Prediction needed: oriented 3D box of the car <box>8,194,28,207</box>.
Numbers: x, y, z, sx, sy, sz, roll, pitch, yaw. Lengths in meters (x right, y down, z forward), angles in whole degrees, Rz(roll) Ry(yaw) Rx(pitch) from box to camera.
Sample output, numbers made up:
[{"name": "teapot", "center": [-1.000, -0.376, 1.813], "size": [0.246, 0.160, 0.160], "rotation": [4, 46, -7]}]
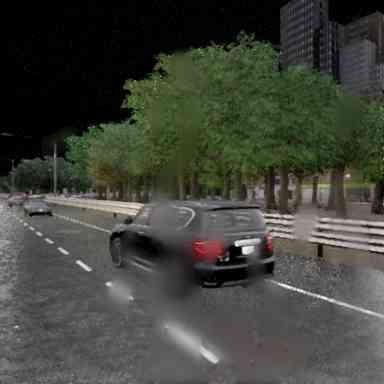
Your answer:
[{"name": "car", "center": [-25.524, 1.403, 48.327], "size": [2.128, 1.511, 4.902], "rotation": [0, 0, -31]}]

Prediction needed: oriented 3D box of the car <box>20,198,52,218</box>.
[{"name": "car", "center": [-14.052, 1.517, 30.251], "size": [1.994, 1.385, 4.181], "rotation": [0, 0, -33]}]

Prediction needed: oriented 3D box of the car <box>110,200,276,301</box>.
[{"name": "car", "center": [-0.337, 1.218, 8.742], "size": [2.150, 2.045, 5.566], "rotation": [0, 0, -33]}]

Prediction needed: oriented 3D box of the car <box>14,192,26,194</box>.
[{"name": "car", "center": [-34.148, 1.106, 66.281], "size": [2.150, 2.045, 5.566], "rotation": [0, 0, -18]}]
